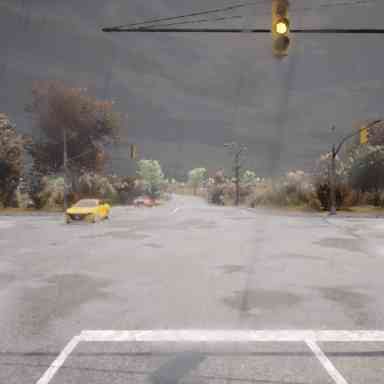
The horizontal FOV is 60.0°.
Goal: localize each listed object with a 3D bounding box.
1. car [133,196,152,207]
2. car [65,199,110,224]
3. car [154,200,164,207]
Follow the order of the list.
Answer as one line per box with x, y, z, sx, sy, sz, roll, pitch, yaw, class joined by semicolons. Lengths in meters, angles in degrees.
-7.000;1.287;47.168;2.097;1.767;4.553;0;-2;0;car
-7.000;1.246;22.751;1.882;1.535;5.008;0;1;0;car
-6.999;2.351;71.317;1.882;1.535;5.008;0;-2;0;car
